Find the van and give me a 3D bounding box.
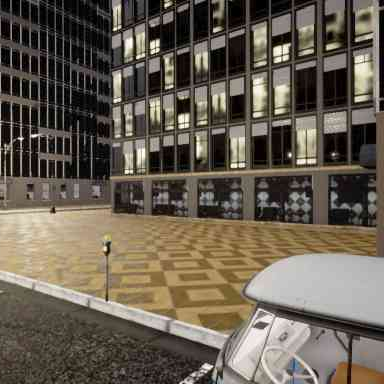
[{"bbox_3d":[1.918,1.341,1.510,3.998,1.788,1.690,0,0,35],"label":"van"}]
